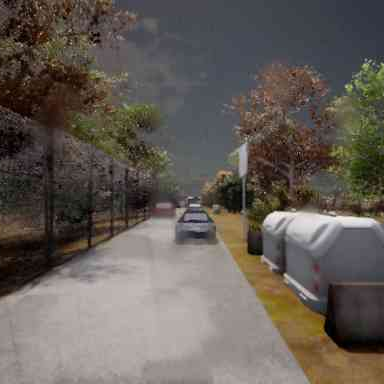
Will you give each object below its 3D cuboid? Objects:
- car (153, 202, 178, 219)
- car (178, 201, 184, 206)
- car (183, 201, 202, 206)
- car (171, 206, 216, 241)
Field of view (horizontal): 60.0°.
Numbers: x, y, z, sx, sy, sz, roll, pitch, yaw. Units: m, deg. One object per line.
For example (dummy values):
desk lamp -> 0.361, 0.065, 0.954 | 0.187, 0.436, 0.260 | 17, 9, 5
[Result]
car -> -2.647, 1.745, 32.320 | 1.882, 1.535, 5.008 | 0, -1, 1
car -> -2.107, 2.765, 71.831 | 2.128, 1.511, 4.902 | 0, -2, 1
car -> 0.319, 1.831, 34.615 | 1.812, 1.442, 4.674 | 0, -1, 0
car -> 0.186, 1.640, 17.085 | 1.994, 1.385, 4.181 | 0, -1, 0
